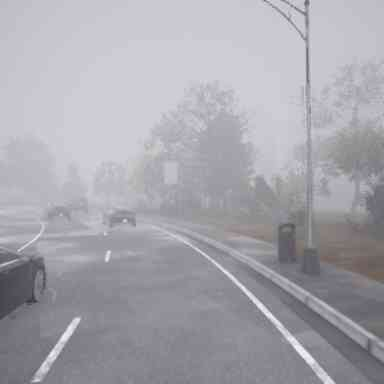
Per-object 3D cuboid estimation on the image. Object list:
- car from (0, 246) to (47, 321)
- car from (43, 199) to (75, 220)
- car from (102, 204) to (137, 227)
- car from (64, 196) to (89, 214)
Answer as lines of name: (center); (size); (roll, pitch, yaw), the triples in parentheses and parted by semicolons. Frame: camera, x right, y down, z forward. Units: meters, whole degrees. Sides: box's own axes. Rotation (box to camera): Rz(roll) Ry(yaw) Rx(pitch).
car: (-3.931, 1.542, 5.365); (2.128, 1.511, 4.902); (0, 0, -6)
car: (-12.351, 1.702, 30.349); (1.837, 1.490, 4.892); (1, -1, -31)
car: (-5.384, 1.679, 24.443); (1.837, 1.490, 4.892); (0, 0, -23)
car: (-13.778, 1.489, 38.514); (2.150, 2.045, 5.566); (1, -1, -37)
